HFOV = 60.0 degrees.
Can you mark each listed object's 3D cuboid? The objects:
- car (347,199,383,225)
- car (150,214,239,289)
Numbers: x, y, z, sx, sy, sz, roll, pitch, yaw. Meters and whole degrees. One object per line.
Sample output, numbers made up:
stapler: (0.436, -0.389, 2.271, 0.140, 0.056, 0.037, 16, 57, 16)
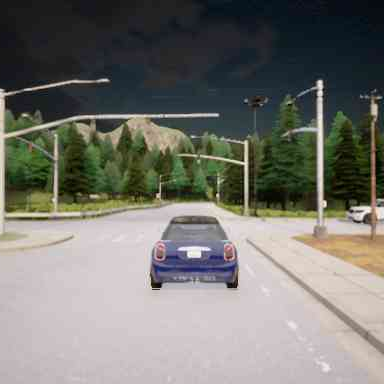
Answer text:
car: (15.567, 1.567, 26.894, 5.566, 2.045, 2.150, 0, -1, 1)
car: (0.067, 1.463, 9.630, 2.097, 1.767, 4.553, 0, -1, 0)
